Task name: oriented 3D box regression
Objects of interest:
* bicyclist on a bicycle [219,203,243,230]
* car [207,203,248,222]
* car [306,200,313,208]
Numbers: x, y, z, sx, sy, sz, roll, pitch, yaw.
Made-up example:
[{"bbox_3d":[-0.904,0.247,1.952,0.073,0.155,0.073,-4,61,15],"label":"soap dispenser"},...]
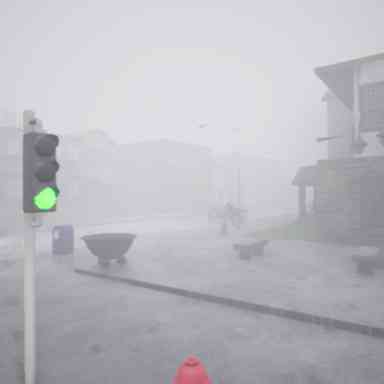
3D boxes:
[{"bbox_3d":[2.363,1.468,20.157,1.656,1.620,0.582,-1,-1,35],"label":"bicyclist on a bicycle"},{"bbox_3d":[3.124,1.675,28.457,2.128,1.511,4.902,-1,-1,35],"label":"car"},{"bbox_3d":[18.966,1.785,50.685,1.895,1.301,4.718,-1,-1,35],"label":"car"}]
